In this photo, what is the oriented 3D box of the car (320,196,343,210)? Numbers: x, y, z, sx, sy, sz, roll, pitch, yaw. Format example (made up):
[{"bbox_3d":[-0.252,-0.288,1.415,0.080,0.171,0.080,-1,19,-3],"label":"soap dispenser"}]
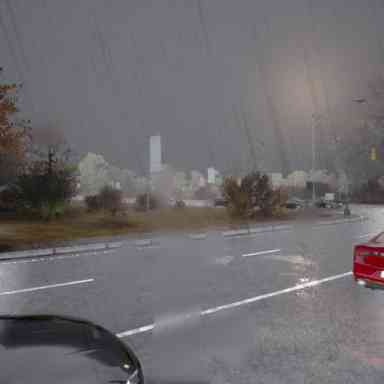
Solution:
[{"bbox_3d":[14.767,1.247,38.287,2.128,1.511,4.902,-1,0,-39],"label":"car"}]

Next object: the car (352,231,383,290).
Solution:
[{"bbox_3d":[5.815,1.445,7.879,5.008,1.535,1.882,0,0,-35],"label":"car"}]

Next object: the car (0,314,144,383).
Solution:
[{"bbox_3d":[-2.610,1.492,1.867,4.902,1.511,2.128,0,0,-36],"label":"car"}]

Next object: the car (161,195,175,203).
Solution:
[{"bbox_3d":[-5.058,1.262,63.159,2.128,1.511,4.902,-1,0,-38],"label":"car"}]

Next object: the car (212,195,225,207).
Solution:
[{"bbox_3d":[4.877,1.144,45.033,2.097,1.767,4.553,-1,0,-39],"label":"car"}]

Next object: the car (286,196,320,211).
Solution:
[{"bbox_3d":[11.153,1.277,37.188,2.128,1.511,4.902,-1,0,-39],"label":"car"}]
